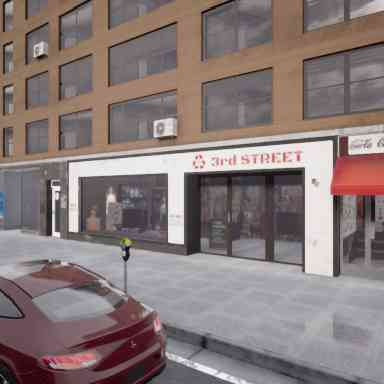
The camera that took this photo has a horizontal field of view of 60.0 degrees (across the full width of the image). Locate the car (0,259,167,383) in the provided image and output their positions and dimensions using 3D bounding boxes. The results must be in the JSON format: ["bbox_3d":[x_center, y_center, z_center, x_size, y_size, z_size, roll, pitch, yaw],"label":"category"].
[{"bbox_3d":[-2.217,1.582,4.395,4.206,1.307,1.802,0,0,36],"label":"car"}]
